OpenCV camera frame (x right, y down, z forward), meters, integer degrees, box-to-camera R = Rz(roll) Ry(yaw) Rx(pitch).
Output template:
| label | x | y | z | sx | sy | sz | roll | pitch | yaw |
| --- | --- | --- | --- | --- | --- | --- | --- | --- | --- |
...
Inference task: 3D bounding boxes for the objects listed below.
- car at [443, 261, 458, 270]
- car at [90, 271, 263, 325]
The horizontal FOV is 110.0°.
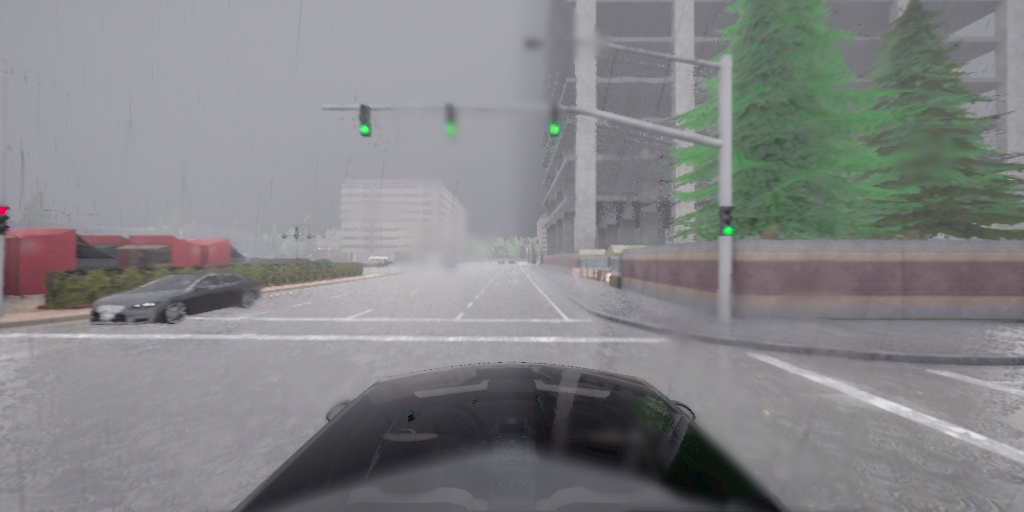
| label | x | y | z | sx | sy | sz | roll | pitch | yaw |
| --- | --- | --- | --- | --- | --- | --- | --- | --- | --- |
| car | -10.475 | 1.562 | 61.453 | 1.882 | 1.535 | 5.008 | 0 | 1 | 0 |
| car | -10.504 | 1.287 | 11.767 | 2.128 | 1.511 | 4.902 | 0 | 1 | 0 |
